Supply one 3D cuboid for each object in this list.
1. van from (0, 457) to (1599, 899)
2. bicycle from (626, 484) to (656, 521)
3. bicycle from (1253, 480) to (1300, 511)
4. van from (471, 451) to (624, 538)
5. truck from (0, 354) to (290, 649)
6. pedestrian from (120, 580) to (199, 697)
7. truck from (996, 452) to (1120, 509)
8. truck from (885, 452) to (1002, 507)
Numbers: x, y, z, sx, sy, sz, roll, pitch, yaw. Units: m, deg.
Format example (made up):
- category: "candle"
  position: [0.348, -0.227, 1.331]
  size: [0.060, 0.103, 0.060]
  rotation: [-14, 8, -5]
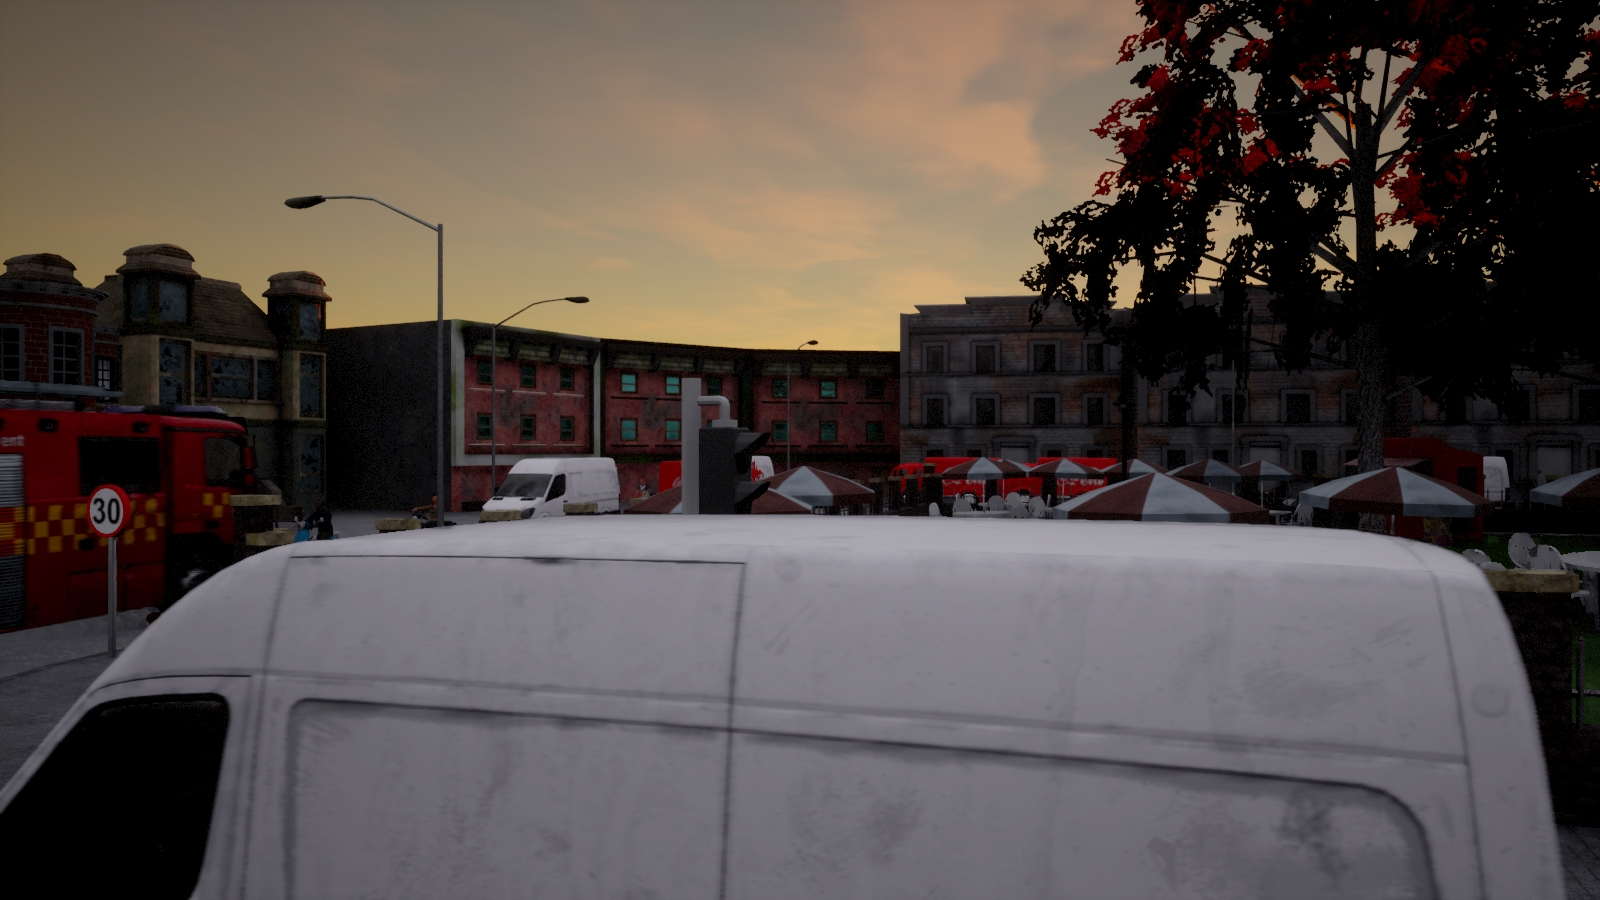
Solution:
- category: "van"
  position: [-0.812, 1.314, 4.068]
  size: [5.915, 2.561, 1.988]
  rotation: [0, 0, 20]
- category: "bicycle"
  position: [-5.909, 1.936, 42.450]
  size: [0.373, 1.296, 1.643]
  rotation: [0, 0, 20]
- category: "bicycle"
  position: [20.335, 1.940, 48.821]
  size: [1.835, 1.271, 0.329]
  rotation: [0, 0, 19]
- category: "van"
  position: [-7.990, 1.314, 36.858]
  size: [1.988, 2.561, 5.915]
  rotation: [0, 0, 19]
- category: "truck"
  position: [-11.490, 0.670, 16.848]
  size: [2.891, 3.827, 8.468]
  rotation: [0, 0, 11]
- category: "pedestrian"
  position: [-6.488, 1.896, 11.588]
  size: [0.500, 1.100, 0.500]
  rotation: [0, 0, 3]
- category: "truck"
  position: [11.735, 1.348, 51.842]
  size: [5.204, 2.467, 2.627]
  rotation: [0, 0, 19]
- category: "truck"
  position: [6.742, 1.349, 53.338]
  size: [5.204, 2.467, 2.627]
  rotation: [0, 0, 12]
